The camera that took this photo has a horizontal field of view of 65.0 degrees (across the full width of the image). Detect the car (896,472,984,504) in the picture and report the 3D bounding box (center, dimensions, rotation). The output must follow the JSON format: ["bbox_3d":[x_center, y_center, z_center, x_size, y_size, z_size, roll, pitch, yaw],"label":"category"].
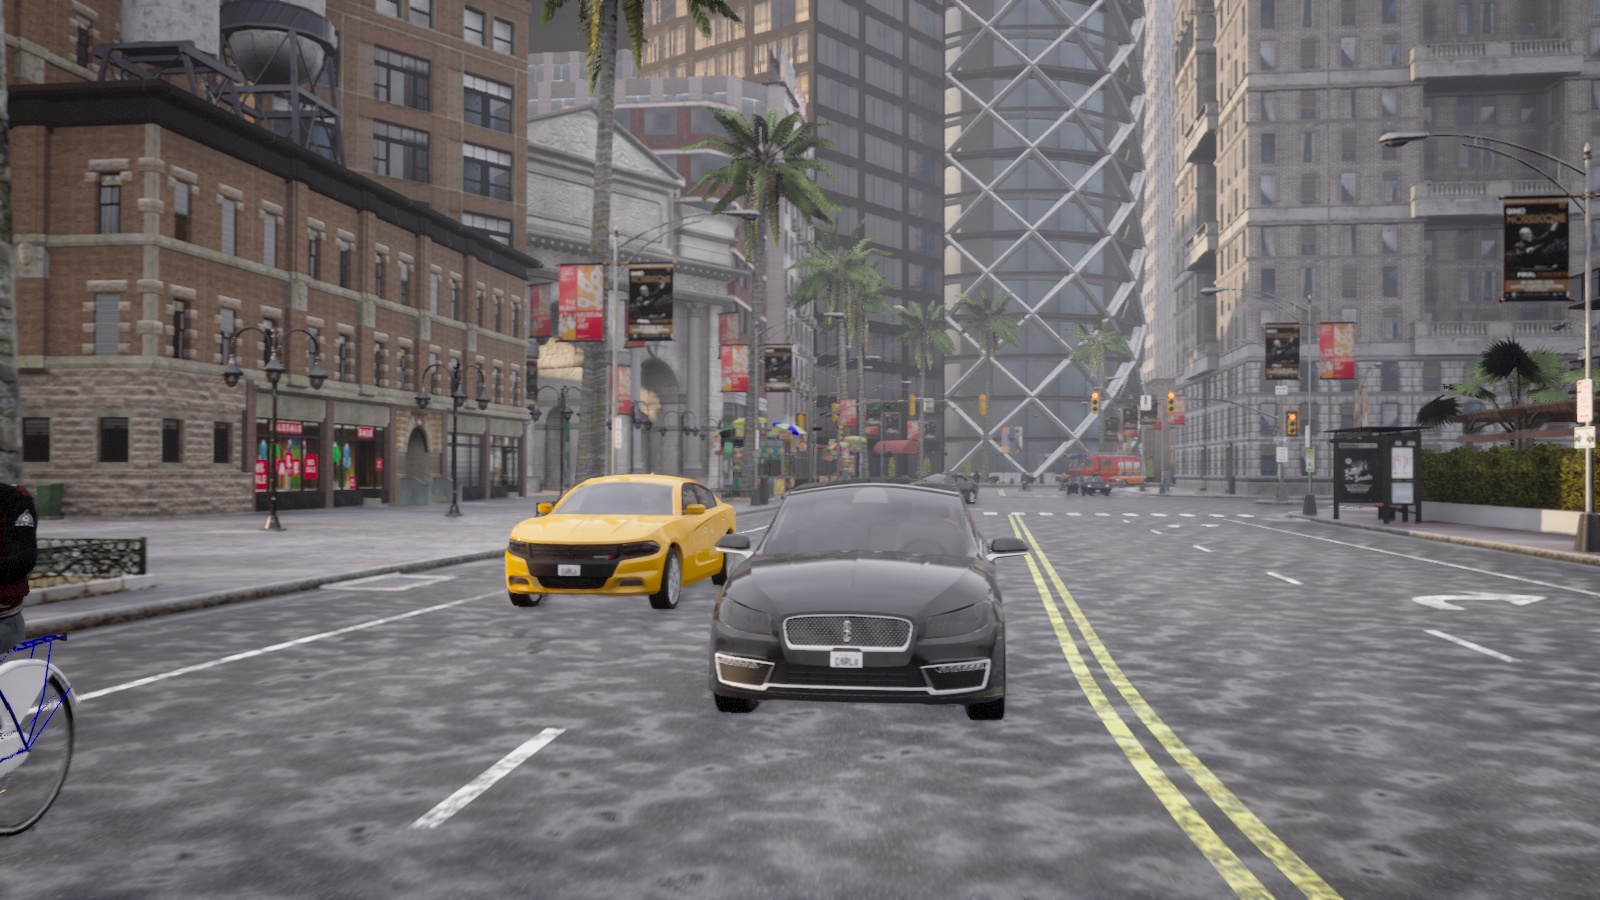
[{"bbox_3d":[6.753,1.804,60.326,1.837,1.490,4.892,-1,-2,39],"label":"car"}]

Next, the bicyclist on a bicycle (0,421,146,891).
[{"bbox_3d":[-3.352,0.778,4.780,0.659,1.776,1.843,0,-1,4],"label":"bicyclist on a bicycle"}]

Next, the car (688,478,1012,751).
[{"bbox_3d":[0.582,0.977,9.549,1.837,1.490,4.892,0,-1,7],"label":"car"}]

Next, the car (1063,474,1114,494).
[{"bbox_3d":[19.008,2.232,82.952,1.895,1.301,4.718,0,-1,-5],"label":"car"}]

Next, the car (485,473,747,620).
[{"bbox_3d":[-2.075,1.065,15.829,1.882,1.535,5.008,0,-1,9],"label":"car"}]
